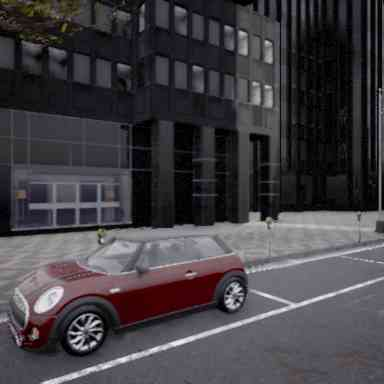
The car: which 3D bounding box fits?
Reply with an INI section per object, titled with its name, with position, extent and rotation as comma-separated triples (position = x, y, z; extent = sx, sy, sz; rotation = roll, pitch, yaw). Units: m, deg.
[car]
position = -0.958, 1.439, 5.968
extent = 4.097, 1.590, 1.967
rotation = 0, 0, -36
